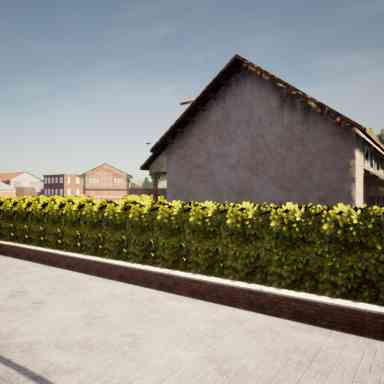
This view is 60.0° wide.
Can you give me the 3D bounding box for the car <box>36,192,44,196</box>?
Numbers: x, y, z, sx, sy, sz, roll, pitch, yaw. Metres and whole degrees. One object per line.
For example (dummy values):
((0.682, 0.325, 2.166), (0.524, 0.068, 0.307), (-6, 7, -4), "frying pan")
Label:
((-31.328, 0.973, 68.439), (3.866, 1.878, 1.905), (0, 0, 35), "car")
